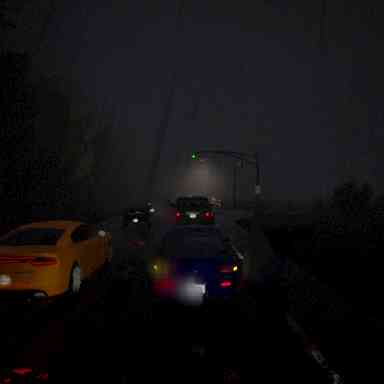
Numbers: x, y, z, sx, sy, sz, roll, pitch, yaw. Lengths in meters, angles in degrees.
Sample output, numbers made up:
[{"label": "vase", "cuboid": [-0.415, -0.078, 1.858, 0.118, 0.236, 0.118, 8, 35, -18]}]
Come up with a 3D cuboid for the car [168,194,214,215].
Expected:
[{"label": "car", "cuboid": [0.035, 1.228, 18.608, 2.150, 2.045, 5.566, 0, 0, 0]}]

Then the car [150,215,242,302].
[{"label": "car", "cuboid": [0.076, 1.528, 8.125, 1.812, 1.442, 4.674, 0, 0, 0]}]

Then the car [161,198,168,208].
[{"label": "car", "cuboid": [-3.585, 1.570, 49.644, 1.994, 1.385, 4.181, 0, 0, 0]}]

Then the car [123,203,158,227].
[{"label": "car", "cuboid": [-3.484, 1.510, 22.929, 1.837, 1.490, 4.892, 0, 0, 0]}]

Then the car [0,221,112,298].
[{"label": "car", "cuboid": [-3.433, 1.480, 8.578, 1.882, 1.535, 5.008, 0, 0, 0]}]
